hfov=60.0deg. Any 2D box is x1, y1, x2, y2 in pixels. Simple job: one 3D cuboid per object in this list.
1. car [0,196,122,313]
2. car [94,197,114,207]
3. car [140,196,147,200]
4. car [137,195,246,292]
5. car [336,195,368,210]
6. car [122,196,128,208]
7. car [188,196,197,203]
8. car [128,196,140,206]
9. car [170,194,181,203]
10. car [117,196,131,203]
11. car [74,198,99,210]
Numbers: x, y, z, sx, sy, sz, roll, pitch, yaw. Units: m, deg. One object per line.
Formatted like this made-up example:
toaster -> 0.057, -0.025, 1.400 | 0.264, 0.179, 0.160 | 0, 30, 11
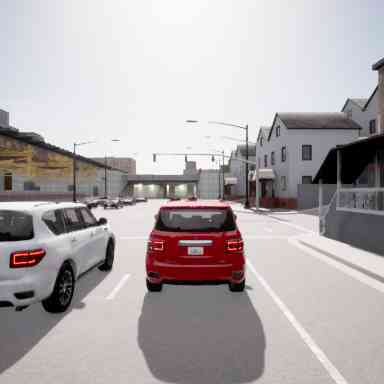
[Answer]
car -> -3.409, 1.221, 7.806 | 2.150, 2.045, 5.566 | 0, 0, 1
car -> -13.963, 1.526, 53.008 | 1.812, 1.442, 4.674 | 0, 0, 0
car -> -10.338, 1.543, 68.541 | 2.033, 1.411, 5.357 | 0, 0, 0
car -> 0.099, 1.221, 9.068 | 2.150, 2.045, 5.566 | 0, 0, 1
car -> 14.229, 1.057, 28.762 | 4.181, 1.385, 1.994 | -14, 0, -1
car -> -10.494, 1.491, 44.680 | 2.128, 1.511, 4.902 | 0, 0, 0
car -> 0.162, 1.503, 69.222 | 1.837, 1.490, 4.892 | 0, 0, 0
car -> -10.462, 1.547, 54.544 | 2.033, 1.411, 5.357 | 0, 0, 0
car -> -3.336, 1.352, 69.200 | 2.097, 1.767, 4.553 | 0, 0, 0
car -> -13.840, 1.506, 68.082 | 1.837, 1.490, 4.892 | 0, 0, 0
car -> -13.995, 1.564, 44.268 | 1.994, 1.385, 4.181 | 0, 0, 0
